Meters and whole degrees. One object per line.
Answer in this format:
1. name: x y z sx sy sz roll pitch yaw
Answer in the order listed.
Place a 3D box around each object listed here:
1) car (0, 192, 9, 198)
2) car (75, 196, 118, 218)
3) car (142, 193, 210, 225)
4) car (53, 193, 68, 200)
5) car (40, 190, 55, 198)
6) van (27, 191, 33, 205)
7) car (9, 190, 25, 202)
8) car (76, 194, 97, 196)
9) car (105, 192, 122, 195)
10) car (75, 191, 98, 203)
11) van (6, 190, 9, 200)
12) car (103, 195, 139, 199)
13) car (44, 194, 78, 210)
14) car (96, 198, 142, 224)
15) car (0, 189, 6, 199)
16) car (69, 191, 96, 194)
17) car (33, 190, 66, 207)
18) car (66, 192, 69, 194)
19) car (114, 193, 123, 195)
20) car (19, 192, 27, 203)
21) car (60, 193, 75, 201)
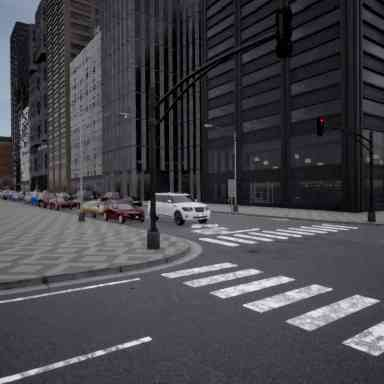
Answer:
1. car: -44.617 0.775 78.653 1.887 1.381 4.507 0 1 -36
2. car: -8.191 1.352 28.432 1.752 1.417 4.829 0 1 -36
3. car: -1.078 1.085 23.303 2.150 2.045 5.566 -1 1 -36
4. car: -27.807 0.852 69.997 1.887 1.381 4.507 0 1 -36
5. car: -34.410 0.507 79.100 2.192 1.841 5.009 0 1 -36
6. van: -21.500 0.968 46.781 1.690 1.788 3.998 0 1 -36
7. car: -31.407 0.901 60.441 1.967 1.590 4.097 0 1 -36
8. car: -12.980 1.257 39.748 1.994 1.385 4.181 -1 1 -35
9. car: -11.294 0.897 47.231 2.192 1.841 5.009 0 1 -36
10. car: -17.899 0.791 56.337 2.192 1.841 5.009 0 1 -36
11. van: -34.709 0.745 64.993 1.690 1.788 3.998 0 1 -36
12. car: -7.089 1.327 31.601 2.033 1.411 5.357 -1 1 -35
13. car: -14.895 1.274 37.676 1.887 1.381 4.507 0 1 -36
14. car: -4.987 1.415 24.017 1.887 1.381 4.507 0 1 -36
15. car: -38.012 0.661 69.546 2.192 1.841 5.009 0 1 -36
16. car: -15.724 0.797 48.847 2.150 2.045 5.566 -1 1 -38
17. car: -18.197 0.994 42.228 2.192 1.841 5.009 0 1 -36
18. car: -21.905 0.828 57.300 2.097 1.767 4.553 -1 1 -36
19. car: -7.993 1.198 42.680 1.947 1.339 4.313 0 1 -36
20. car: -24.803 1.124 51.336 2.008 1.369 4.403 0 1 -36
21. car: -24.504 0.946 65.445 1.802 1.307 4.206 0 1 -36
